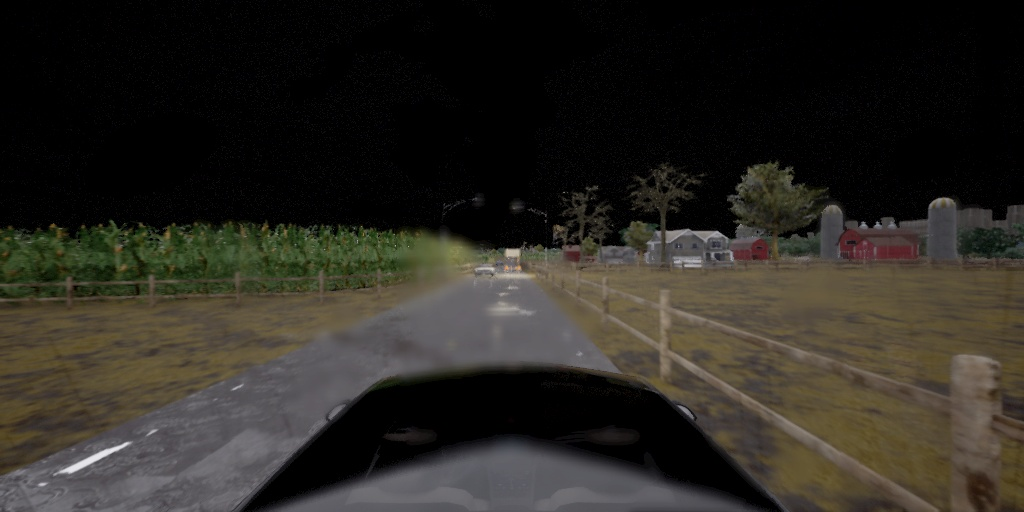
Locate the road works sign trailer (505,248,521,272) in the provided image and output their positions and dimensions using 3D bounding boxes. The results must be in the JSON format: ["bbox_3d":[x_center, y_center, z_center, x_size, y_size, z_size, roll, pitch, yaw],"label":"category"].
[{"bbox_3d":[0.124,0.589,55.729,2.380,3.560,2.880,0,0,-5],"label":"road works sign trailer"}]

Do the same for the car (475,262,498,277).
[{"bbox_3d":[-2.839,1.537,38.354,1.895,1.301,4.718,0,-1,0],"label":"car"}]
